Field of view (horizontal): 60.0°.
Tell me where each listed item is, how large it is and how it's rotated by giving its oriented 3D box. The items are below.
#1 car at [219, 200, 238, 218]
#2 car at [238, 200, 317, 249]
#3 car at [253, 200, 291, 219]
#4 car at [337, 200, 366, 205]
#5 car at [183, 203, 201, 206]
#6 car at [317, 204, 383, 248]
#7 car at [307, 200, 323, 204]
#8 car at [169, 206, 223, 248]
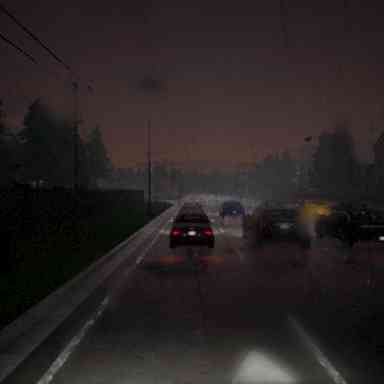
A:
[{"bbox_3d":[3.500,1.482,29.650,1.882,1.535,5.008,0,0,0],"label":"car"},{"bbox_3d":[3.500,1.363,14.620,2.097,1.767,4.553,0,0,0],"label":"car"},{"bbox_3d":[7.000,1.493,29.650,2.128,1.511,4.902,0,0,0],"label":"car"},{"bbox_3d":[14.000,1.493,29.650,2.128,1.511,4.902,0,0,0],"label":"car"},{"bbox_3d":[0.000,1.614,29.680,1.895,1.301,4.718,0,0,0],"label":"car"},{"bbox_3d":[7.000,1.492,14.650,2.128,1.511,4.902,0,0,0],"label":"car"},{"bbox_3d":[10.500,1.482,29.650,1.882,1.535,5.008,0,0,0],"label":"car"},{"bbox_3d":[0.000,1.560,14.650,2.033,1.411,5.357,0,0,0],"label":"car"}]
